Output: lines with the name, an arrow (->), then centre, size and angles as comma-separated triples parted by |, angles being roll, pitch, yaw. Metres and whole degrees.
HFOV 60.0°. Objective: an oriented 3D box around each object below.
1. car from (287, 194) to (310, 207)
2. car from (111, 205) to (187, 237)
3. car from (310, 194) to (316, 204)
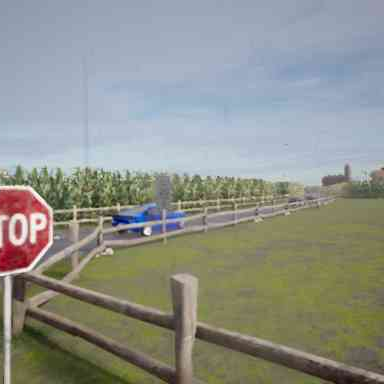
car -> 14.119, 1.188, 44.806 | 1.837, 1.490, 4.892 | 0, 0, 30
car -> -2.219, 1.468, 18.481 | 1.882, 1.535, 5.008 | 0, 0, 34
car -> 19.039, 1.085, 53.710 | 1.837, 1.490, 4.892 | 0, 0, 28
